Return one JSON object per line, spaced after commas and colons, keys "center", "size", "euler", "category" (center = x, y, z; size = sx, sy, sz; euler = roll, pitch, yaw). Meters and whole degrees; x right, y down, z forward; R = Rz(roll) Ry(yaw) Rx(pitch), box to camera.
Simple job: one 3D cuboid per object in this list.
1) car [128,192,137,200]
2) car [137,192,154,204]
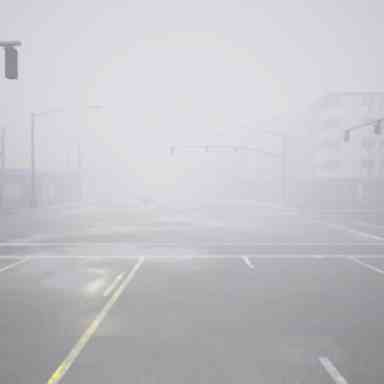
{"center": [-11.109, 0.694, 65.456], "size": [2.128, 1.511, 4.902], "euler": [0, 1, -27], "category": "car"}
{"center": [-6.692, 0.973, 49.889], "size": [2.033, 1.411, 5.357], "euler": [0, 1, -5], "category": "car"}
